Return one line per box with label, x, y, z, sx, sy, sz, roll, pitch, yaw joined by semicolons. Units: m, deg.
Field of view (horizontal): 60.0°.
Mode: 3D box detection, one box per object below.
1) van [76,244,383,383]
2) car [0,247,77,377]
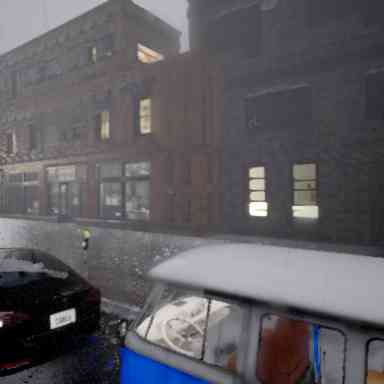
van;1.281;1.341;1.977;3.998;1.788;1.690;0;-1;36
car;-3.237;1.539;5.195;4.313;1.339;1.947;0;-1;36
